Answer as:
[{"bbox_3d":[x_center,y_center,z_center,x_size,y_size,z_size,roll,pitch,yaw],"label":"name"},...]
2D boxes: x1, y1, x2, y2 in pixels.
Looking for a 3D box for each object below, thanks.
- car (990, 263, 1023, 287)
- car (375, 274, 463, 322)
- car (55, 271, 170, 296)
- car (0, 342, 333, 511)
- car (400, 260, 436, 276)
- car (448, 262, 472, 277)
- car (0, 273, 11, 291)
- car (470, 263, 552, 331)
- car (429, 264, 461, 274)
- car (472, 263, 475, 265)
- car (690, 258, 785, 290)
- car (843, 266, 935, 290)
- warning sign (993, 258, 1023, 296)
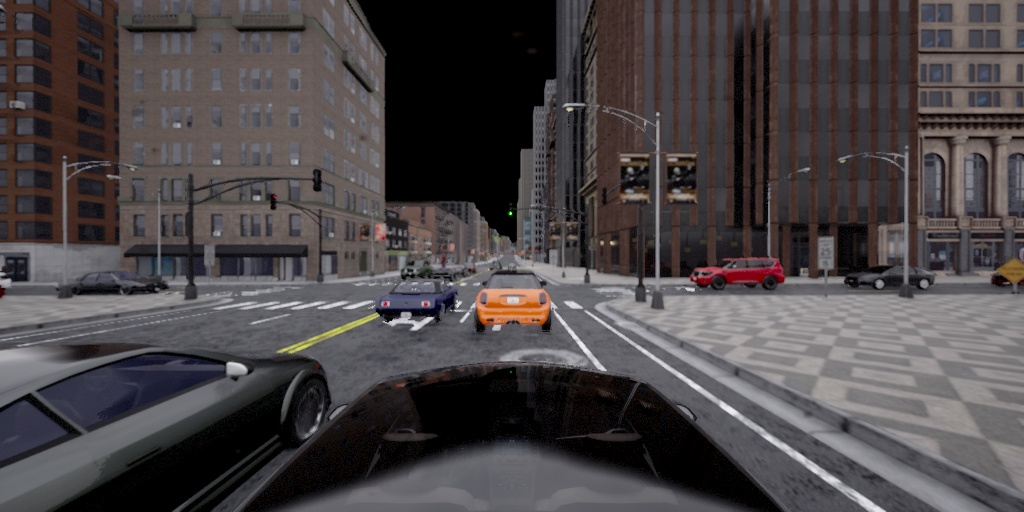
[{"bbox_3d":[35.016,1.199,23.785,4.553,1.767,2.097,0,0,0],"label":"car"},{"bbox_3d":[-3.148,1.489,12.915,1.895,1.301,4.718,0,-1,0],"label":"car"},{"bbox_3d":[-24.105,1.641,21.714,5.357,1.411,2.033,0,0,0],"label":"car"},{"bbox_3d":[-3.154,1.325,2.618,1.994,1.385,4.181,0,-1,0],"label":"car"},{"bbox_3d":[-9.850,1.426,37.397,2.150,2.045,5.566,0,-1,0],"label":"car"},{"bbox_3d":[-6.596,1.808,44.993,1.837,1.490,4.892,0,-1,0],"label":"car"},{"bbox_3d":[-34.297,1.349,21.775,5.566,2.045,2.150,0,0,0],"label":"car"},{"bbox_3d":[0.069,1.224,11.630,2.097,1.767,4.553,0,-1,1],"label":"car"},{"bbox_3d":[-6.586,1.784,35.722,1.895,1.301,4.718,0,-1,-1],"label":"car"},{"bbox_3d":[-6.586,1.781,54.829,2.097,1.767,4.553,0,-1,0],"label":"car"},{"bbox_3d":[14.842,1.147,23.721,5.566,2.045,2.150,0,0,0],"label":"car"},{"bbox_3d":[24.897,1.391,23.754,4.892,1.490,1.837,0,0,0],"label":"car"},{"bbox_3d":[25.179,1.028,17.945,1.060,1.860,1.300,0,0,0],"label":"warning sign"}]
